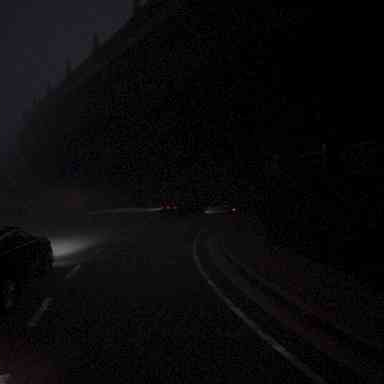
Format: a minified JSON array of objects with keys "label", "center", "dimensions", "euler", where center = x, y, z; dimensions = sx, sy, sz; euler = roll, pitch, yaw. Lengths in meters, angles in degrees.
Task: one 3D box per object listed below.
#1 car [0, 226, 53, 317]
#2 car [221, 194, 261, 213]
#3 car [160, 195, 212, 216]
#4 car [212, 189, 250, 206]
[{"label":"car","center":[-4.439,1.496,7.245],"dimensions":[2.128,1.511,4.902],"euler":[-2,1,-11]},{"label":"car","center":[4.893,1.156,30.197],"dimensions":[1.895,1.301,4.718],"euler":[-1,1,37]},{"label":"car","center":[-0.611,1.238,28.469],"dimensions":[2.033,1.411,5.357],"euler":[-1,1,30]},{"label":"car","center":[4.806,0.672,40.333],"dimensions":[5.566,2.045,2.150],"euler":[-1,1,-39]}]
